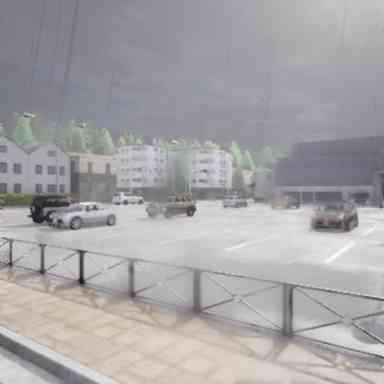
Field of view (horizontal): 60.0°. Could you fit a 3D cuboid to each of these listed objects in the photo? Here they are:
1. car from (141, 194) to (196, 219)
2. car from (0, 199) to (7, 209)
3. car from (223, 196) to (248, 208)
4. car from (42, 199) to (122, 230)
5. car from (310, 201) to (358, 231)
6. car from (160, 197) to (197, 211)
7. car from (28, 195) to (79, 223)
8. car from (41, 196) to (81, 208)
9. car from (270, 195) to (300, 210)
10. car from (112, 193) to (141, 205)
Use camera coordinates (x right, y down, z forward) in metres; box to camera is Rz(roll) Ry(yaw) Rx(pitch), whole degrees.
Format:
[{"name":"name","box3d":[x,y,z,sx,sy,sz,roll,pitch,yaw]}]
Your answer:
[{"name":"car","box3d":[-1.590,1.126,26.702,1.932,1.855,4.605,0,0,35]},{"name":"car","box3d":[-24.518,1.373,39.125,2.128,1.511,4.902,0,0,35]},{"name":"car","box3d":[5.555,1.267,42.536,1.970,1.475,3.806,0,0,35]},{"name":"car","box3d":[-6.442,1.389,19.748,1.970,1.475,3.806,0,0,35]},{"name":"car","box3d":[8.184,1.305,18.946,2.007,1.523,4.514,0,0,35]},{"name":"car","box3d":[-1.499,1.339,38.883,2.007,1.523,4.514,0,0,35]},{"name":"car","box3d":[-8.808,1.111,22.162,1.905,1.878,3.866,0,0,35]},{"name":"car","box3d":[-18.597,1.359,47.482,1.882,1.535,5.008,0,0,35]},{"name":"car","box3d":[10.988,1.177,39.105,2.152,1.636,5.027,0,0,35]},{"name":"car","box3d":[-10.225,1.097,53.245,2.150,2.045,5.566,0,0,35]}]
